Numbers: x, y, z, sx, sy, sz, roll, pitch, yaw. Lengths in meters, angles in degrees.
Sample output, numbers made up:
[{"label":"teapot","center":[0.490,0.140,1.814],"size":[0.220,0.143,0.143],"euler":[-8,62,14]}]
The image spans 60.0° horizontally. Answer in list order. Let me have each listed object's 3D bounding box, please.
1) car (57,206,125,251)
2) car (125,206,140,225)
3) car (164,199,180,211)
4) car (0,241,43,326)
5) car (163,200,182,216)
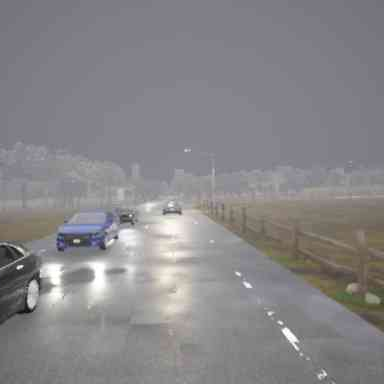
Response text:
[{"label":"car","center":[-4.447,1.562,14.867],"size":[1.882,1.535,5.008],"euler":[-1,0,-4]},{"label":"car","center":[-5.044,1.728,24.848],"size":[1.895,1.301,4.718],"euler":[-1,0,-3]},{"label":"car","center":[-2.745,1.777,46.196],"size":[2.033,1.411,5.357],"euler":[-1,0,-3]},{"label":"car","center":[-3.834,1.563,4.887],"size":[1.837,1.490,4.892],"euler":[-1,0,-4]},{"label":"car","center":[-2.081,1.708,35.217],"size":[1.994,1.385,4.181],"euler":[-1,0,-3]}]
